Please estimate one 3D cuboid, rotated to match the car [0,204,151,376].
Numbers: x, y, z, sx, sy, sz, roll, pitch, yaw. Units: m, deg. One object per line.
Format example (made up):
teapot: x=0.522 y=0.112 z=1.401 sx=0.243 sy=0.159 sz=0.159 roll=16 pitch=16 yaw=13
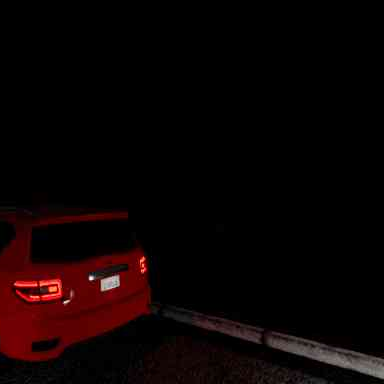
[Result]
car: x=-3.215 y=1.229 z=5.670 sx=5.566 sy=2.045 sz=2.150 roll=0 pitch=0 yaw=35
